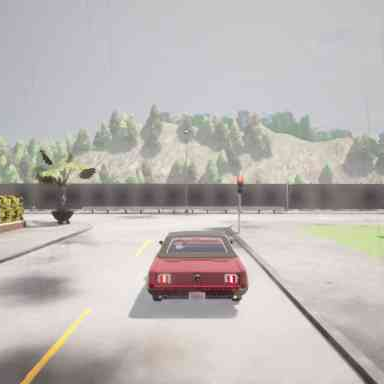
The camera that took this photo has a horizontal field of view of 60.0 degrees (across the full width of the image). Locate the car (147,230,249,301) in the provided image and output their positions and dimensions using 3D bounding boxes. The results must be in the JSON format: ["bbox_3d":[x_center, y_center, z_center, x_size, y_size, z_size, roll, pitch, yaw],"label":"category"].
[{"bbox_3d":[0.102,1.601,8.258,1.895,1.301,4.718,0,0,0],"label":"car"}]
